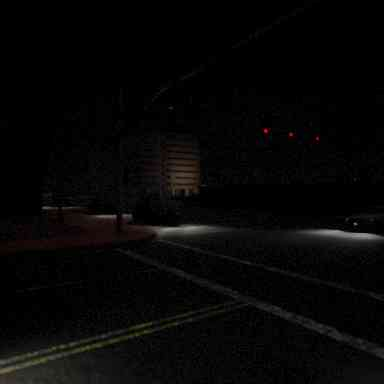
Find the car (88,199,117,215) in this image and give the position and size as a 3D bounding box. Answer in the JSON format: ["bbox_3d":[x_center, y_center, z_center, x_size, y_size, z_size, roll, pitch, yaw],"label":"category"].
[{"bbox_3d":[-9.440,1.481,34.914,1.882,1.535,5.008,0,0,-33],"label":"car"}]

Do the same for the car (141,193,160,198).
[{"bbox_3d":[-9.741,1.169,81.540,3.866,1.878,1.905,0,0,-34],"label":"car"}]

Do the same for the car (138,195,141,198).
[{"bbox_3d":[-11.319,1.166,83.967,4.605,1.855,1.932,0,0,-34],"label":"car"}]

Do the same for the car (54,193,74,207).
[{"bbox_3d":[-19.822,1.227,51.238,2.150,2.045,5.566,0,0,-32],"label":"car"}]

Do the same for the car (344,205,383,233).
[{"bbox_3d":[11.143,1.532,19.946,4.674,1.442,1.812,0,0,-33],"label":"car"}]

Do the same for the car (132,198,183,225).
[{"bbox_3d":[-2.832,1.481,24.532,1.882,1.535,5.008,0,0,-31],"label":"car"}]

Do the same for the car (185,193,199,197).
[{"bbox_3d":[1.291,1.168,65.311,3.866,1.878,1.905,0,0,-34],"label":"car"}]
